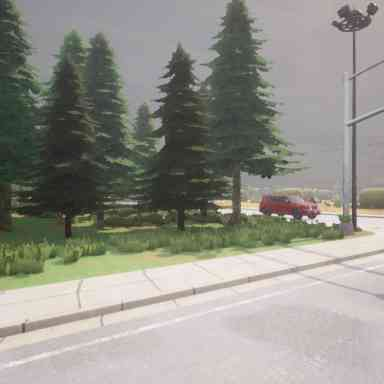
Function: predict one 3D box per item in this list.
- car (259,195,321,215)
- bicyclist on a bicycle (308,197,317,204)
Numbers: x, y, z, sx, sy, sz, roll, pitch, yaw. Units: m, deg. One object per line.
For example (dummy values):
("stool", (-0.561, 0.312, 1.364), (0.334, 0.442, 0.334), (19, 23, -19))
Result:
("car", (8.346, 1.248, 28.993), (2.150, 2.045, 5.566), (0, 0, -34))
("bicyclist on a bicycle", (12.903, 1.327, 35.575), (1.656, 1.620, 0.582), (0, 0, -34))
